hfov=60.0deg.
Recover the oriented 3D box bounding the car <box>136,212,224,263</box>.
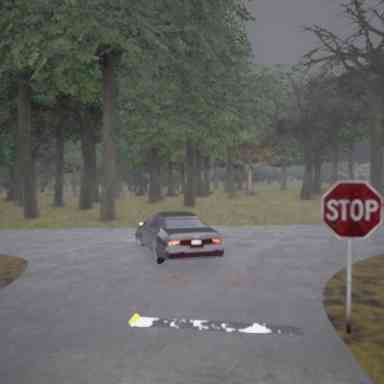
[{"bbox_3d":[-0.652,1.386,11.424,2.033,1.411,5.357,0,1,-18],"label":"car"}]
